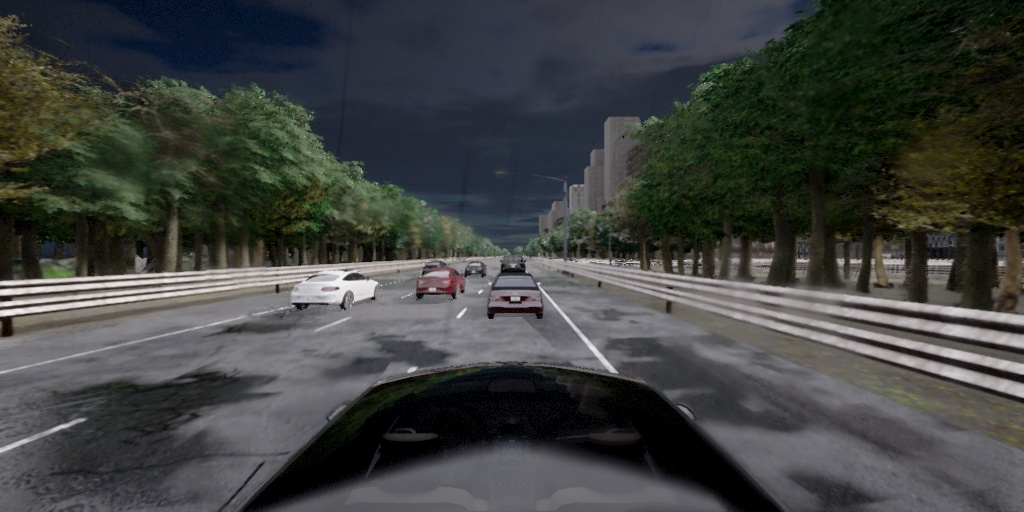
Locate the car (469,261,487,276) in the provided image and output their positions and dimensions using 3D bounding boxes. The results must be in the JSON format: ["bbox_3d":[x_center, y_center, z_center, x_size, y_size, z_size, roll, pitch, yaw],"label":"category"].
[{"bbox_3d":[-3.406,1.229,34.174,1.812,1.442,4.674,0,0,0],"label":"car"}]

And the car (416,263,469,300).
[{"bbox_3d":[-3.416,1.271,17.646,1.812,1.442,4.674,0,0,0],"label":"car"}]

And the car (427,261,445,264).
[{"bbox_3d":[-6.903,1.212,33.067,1.837,1.490,4.892,0,0,0],"label":"car"}]

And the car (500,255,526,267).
[{"bbox_3d":[0.097,0.932,32.202,2.150,2.045,5.566,0,0,0],"label":"car"}]

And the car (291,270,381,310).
[{"bbox_3d":[-6.904,1.275,14.464,1.812,1.442,4.674,0,0,0],"label":"car"}]

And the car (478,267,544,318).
[{"bbox_3d":[0.099,1.298,13.007,2.033,1.411,5.357,0,0,0],"label":"car"}]
